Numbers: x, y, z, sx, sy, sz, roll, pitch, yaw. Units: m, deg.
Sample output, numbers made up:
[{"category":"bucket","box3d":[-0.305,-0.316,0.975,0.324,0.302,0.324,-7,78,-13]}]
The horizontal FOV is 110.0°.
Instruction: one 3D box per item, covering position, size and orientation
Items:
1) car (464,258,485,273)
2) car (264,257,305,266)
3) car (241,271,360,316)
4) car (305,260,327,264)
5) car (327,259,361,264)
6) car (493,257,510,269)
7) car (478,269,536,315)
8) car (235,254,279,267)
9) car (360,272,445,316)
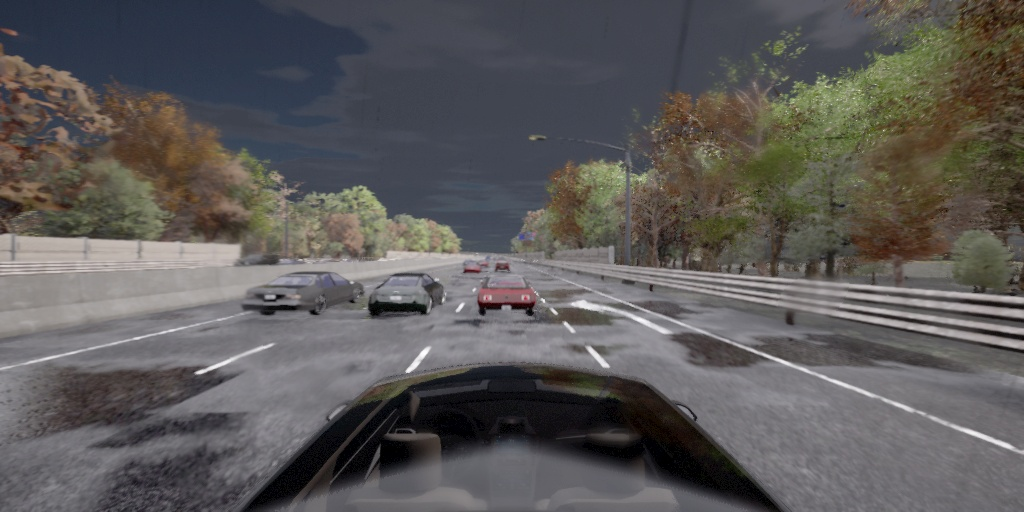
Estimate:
[{"category":"car","box3d":[-4.609,1.319,42.538,1.994,1.385,4.181,0,0,-2]},{"category":"car","box3d":[-25.632,1.154,41.471,2.033,1.411,5.357,0,0,-1]},{"category":"car","box3d":[-7.221,1.257,13.113,2.033,1.411,5.357,0,0,-2]},{"category":"car","box3d":[-22.160,1.196,42.594,1.994,1.385,4.181,0,0,-1]},{"category":"car","box3d":[-18.636,1.147,41.177,2.128,1.511,4.902,0,0,-1]},{"category":"car","box3d":[-1.299,1.262,49.031,1.882,1.535,5.008,0,0,-2]},{"category":"car","box3d":[-0.234,1.360,13.605,1.895,1.301,4.718,0,0,-2]},{"category":"car","box3d":[-29.127,0.799,41.393,2.150,2.045,5.566,0,0,-1]},{"category":"car","box3d":[-3.729,1.299,13.325,1.994,1.385,4.181,0,0,-2]}]
